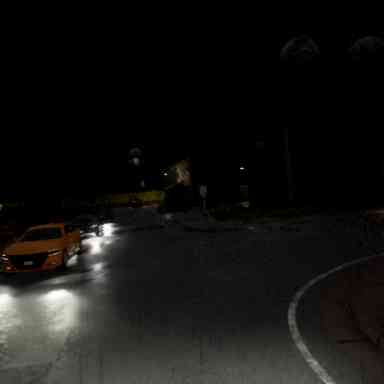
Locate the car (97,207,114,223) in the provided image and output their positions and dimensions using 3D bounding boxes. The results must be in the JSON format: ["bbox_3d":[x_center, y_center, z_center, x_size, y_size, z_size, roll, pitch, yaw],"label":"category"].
[{"bbox_3d":[-9.059,2.344,33.998,2.128,1.511,4.902,-5,1,-9],"label":"car"}]

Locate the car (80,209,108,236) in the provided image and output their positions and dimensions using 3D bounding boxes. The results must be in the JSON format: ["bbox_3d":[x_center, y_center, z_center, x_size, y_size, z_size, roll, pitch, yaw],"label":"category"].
[{"bbox_3d":[-7.181,2.201,22.840,1.812,1.442,4.674,-5,0,-10],"label":"car"}]

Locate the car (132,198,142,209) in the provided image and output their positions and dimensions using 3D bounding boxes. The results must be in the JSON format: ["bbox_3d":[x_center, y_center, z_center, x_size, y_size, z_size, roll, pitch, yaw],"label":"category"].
[{"bbox_3d":[-11.443,2.643,69.334,1.882,1.535,5.008,-5,0,-10],"label":"car"}]

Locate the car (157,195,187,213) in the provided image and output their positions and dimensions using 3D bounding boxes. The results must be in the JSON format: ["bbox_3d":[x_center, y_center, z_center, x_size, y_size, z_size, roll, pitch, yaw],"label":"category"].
[{"bbox_3d":[-2.567,1.472,41.673,3.866,1.878,1.905,-7,4,38],"label":"car"}]

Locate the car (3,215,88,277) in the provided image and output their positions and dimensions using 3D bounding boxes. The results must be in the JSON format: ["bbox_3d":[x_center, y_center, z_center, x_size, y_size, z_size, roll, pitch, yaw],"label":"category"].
[{"bbox_3d":[-5.469,1.974,12.719,1.882,1.535,5.008,-5,0,-9],"label":"car"}]

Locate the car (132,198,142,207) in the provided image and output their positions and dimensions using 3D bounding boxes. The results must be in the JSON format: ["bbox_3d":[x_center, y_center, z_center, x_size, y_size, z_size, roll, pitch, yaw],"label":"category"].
[{"bbox_3d":[-13.217,2.460,79.599,2.150,2.045,5.566,-5,0,-10],"label":"car"}]
